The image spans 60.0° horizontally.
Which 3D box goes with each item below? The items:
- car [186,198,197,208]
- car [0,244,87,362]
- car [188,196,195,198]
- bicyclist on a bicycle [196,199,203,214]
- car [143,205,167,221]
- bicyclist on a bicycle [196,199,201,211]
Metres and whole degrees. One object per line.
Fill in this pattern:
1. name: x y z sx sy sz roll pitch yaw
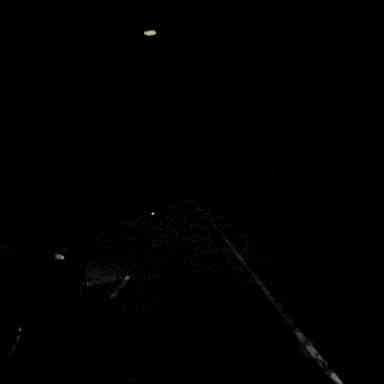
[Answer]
1. car: -0.044 2.244 63.063 1.994 1.385 4.181 0 -1 0
2. car: -3.407 1.630 5.990 1.994 1.385 4.181 0 -1 0
3. car: -0.063 2.051 76.825 2.150 2.045 5.566 0 -1 0
4. bicyclist on a bicycle: 0.905 1.875 40.666 0.866 1.612 1.509 0 -1 0
5. car: -3.427 1.901 31.246 1.994 1.385 4.181 0 -1 0
6. bicyclist on a bicycle: 0.923 1.905 49.621 0.659 1.776 1.843 0 0 0
